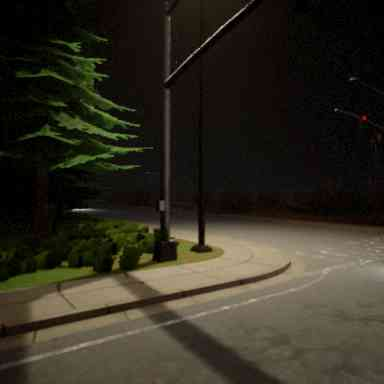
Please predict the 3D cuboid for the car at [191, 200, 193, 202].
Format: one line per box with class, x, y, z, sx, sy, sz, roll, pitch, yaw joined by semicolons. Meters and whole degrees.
car;2.199;1.490;74.633;4.553;1.767;2.097;0;0;-32
